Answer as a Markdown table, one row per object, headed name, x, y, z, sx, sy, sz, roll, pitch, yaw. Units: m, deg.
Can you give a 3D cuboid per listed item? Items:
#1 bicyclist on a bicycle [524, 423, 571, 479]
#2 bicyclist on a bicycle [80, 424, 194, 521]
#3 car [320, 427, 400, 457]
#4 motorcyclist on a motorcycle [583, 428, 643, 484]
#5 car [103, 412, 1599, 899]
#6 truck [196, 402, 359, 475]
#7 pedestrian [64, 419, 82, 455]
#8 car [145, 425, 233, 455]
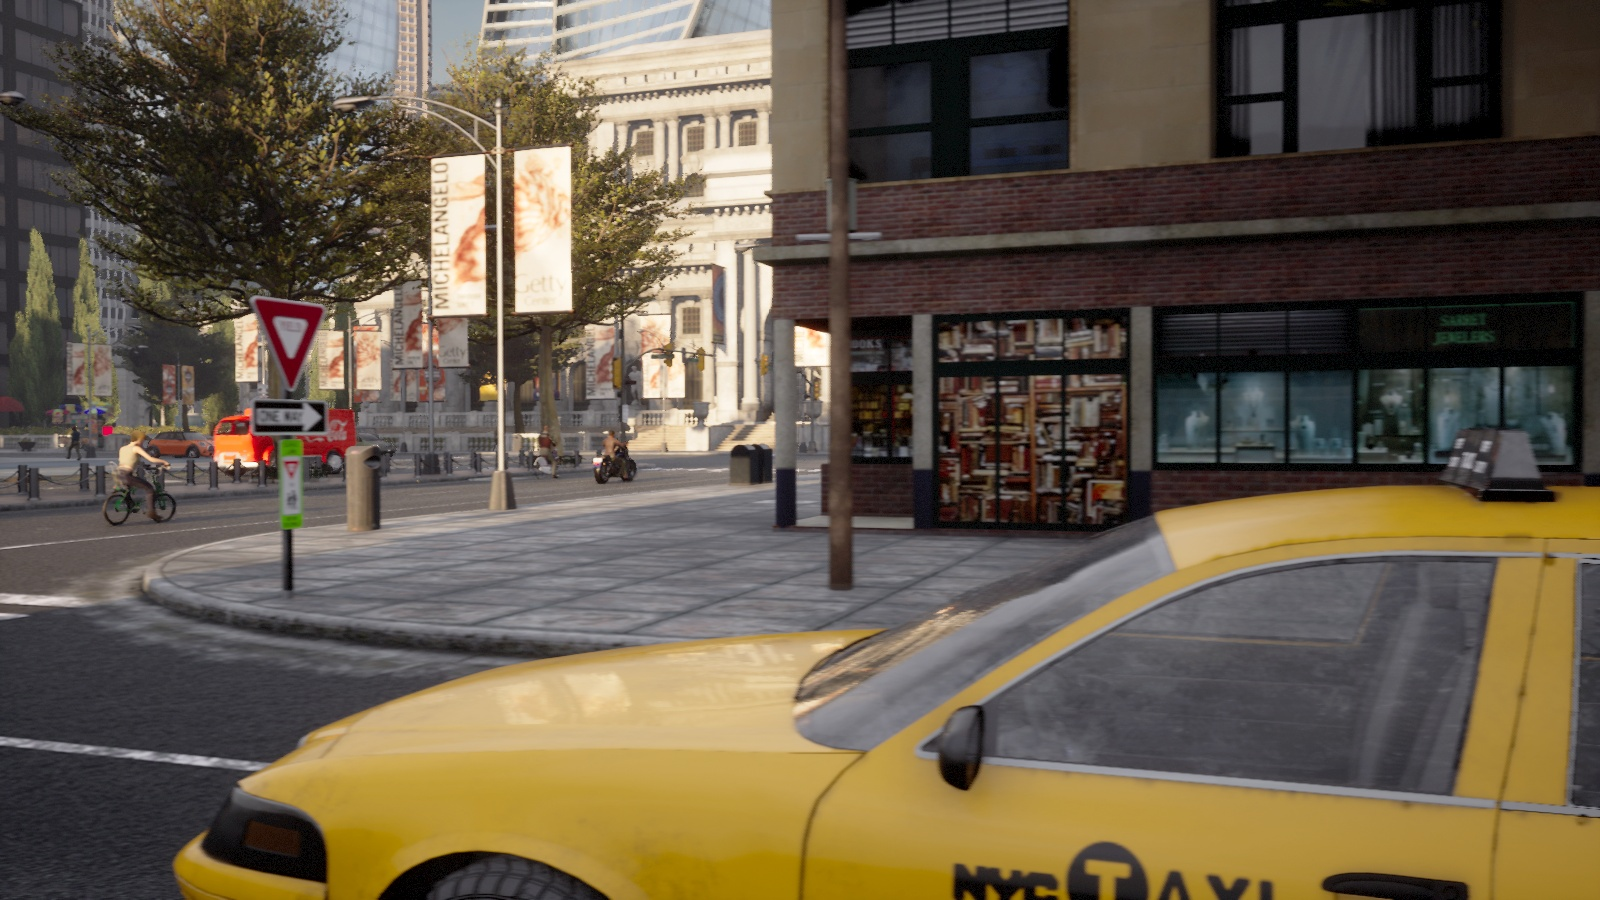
| name | x | y | z | sx | sy | sz | roll | pitch | yaw |
| --- | --- | --- | --- | --- | --- | --- | --- | --- | --- |
| bicyclist on a bicycle | -8.246 | 0.022 | 41.139 | 0.659 | 1.776 | 1.843 | 0 | 1 | 20 |
| bicyclist on a bicycle | -11.397 | 0.388 | 21.633 | 0.866 | 1.612 | 1.509 | 1 | -1 | 20 |
| car | -24.720 | -0.467 | 70.591 | 3.988 | 1.617 | 1.851 | 1 | 1 | 20 |
| motorcyclist on a motorcycle | -5.634 | 0.160 | 38.026 | 0.766 | 1.649 | 2.350 | 1 | 1 | 20 |
| car | 1.301 | 0.731 | 2.754 | 5.366 | 1.575 | 1.801 | 1 | 1 | 19 |
| truck | -18.828 | -0.440 | 45.551 | 2.627 | 2.467 | 5.204 | 0 | 1 | 20 |
| pedestrian | -37.487 | -0.656 | 64.757 | 0.726 | 1.835 | 0.370 | 0 | 1 | 18 |
| car | -36.401 | -0.609 | 74.792 | 4.553 | 1.767 | 2.097 | 0 | 1 | 19 |
